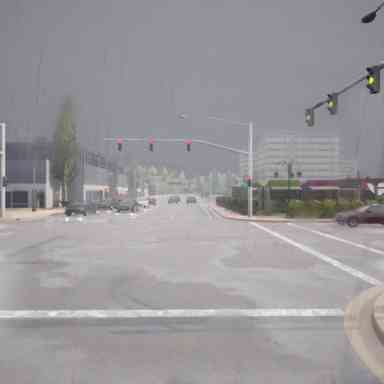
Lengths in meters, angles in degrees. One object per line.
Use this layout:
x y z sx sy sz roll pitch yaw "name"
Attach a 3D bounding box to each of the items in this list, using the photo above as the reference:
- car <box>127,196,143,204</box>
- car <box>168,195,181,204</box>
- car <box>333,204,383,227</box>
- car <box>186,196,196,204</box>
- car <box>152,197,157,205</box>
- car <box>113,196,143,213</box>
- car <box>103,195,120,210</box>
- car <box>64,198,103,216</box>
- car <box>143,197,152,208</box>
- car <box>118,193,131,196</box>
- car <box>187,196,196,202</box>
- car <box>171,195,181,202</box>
-10.675 1.547 62.774 2.033 1.411 5.357 0 0 1 "car"
-3.628 1.547 64.514 2.033 1.411 5.357 0 0 0 "car"
11.762 1.526 21.876 4.674 1.442 1.812 0 0 1 "car"
-0.128 1.491 64.521 2.128 1.511 4.902 0 0 0 "car"
-7.194 1.564 56.775 1.994 1.385 4.181 0 0 0 "car"
-7.175 1.505 37.629 1.837 1.490 4.892 0 0 0 "car"
-10.682 1.505 42.091 1.837 1.490 4.892 0 0 0 "car"
-10.664 1.547 32.535 2.033 1.411 5.357 0 0 0 "car"
-7.187 1.526 46.814 1.812 1.442 4.674 0 0 0 "car"
-10.701 1.221 52.077 2.150 2.045 5.566 0 0 0 "car"
-0.149 1.468 74.826 1.895 1.301 4.718 0 0 0 "car"
-3.649 1.425 74.787 1.994 1.385 4.181 0 0 0 "car"
